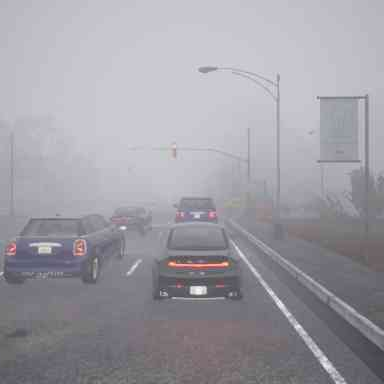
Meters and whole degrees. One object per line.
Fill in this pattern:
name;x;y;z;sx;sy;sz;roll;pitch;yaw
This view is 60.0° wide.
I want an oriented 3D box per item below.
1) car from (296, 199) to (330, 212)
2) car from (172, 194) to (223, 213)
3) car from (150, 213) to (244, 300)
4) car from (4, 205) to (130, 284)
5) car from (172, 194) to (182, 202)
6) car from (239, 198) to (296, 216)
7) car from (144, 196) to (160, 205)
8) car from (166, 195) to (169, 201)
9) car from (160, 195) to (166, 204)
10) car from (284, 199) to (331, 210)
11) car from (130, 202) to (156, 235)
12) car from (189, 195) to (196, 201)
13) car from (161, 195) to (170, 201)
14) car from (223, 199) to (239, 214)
car;14.137;1.517;38.625;4.892;1.490;1.837;0;0;3
car;0.164;1.227;18.206;2.150;2.045;5.566;0;0;-2
car;0.119;1.508;8.358;1.837;1.490;4.892;0;0;0
car;-3.378;1.355;9.773;2.097;1.767;4.553;0;0;0
car;-3.332;1.379;75.645;2.097;1.767;4.553;0;0;0
car;7.113;1.362;31.826;4.553;1.767;2.097;0;0;3
car;-6.963;1.543;55.699;1.812;1.442;4.674;0;0;0
car;-6.834;1.502;75.203;1.882;1.535;5.008;0;0;0
car;-6.892;1.568;65.425;2.033;1.411;5.357;0;0;1
car;14.547;1.561;42.108;5.357;1.411;2.033;0;0;3
car;-3.360;1.511;18.733;1.837;1.490;4.892;0;0;0
car;0.189;1.498;85.908;1.882;1.535;5.008;0;0;0
car;-6.812;1.522;85.160;1.837;1.490;4.892;0;0;0
car;5.515;1.489;35.426;5.008;1.535;1.882;0;0;3
